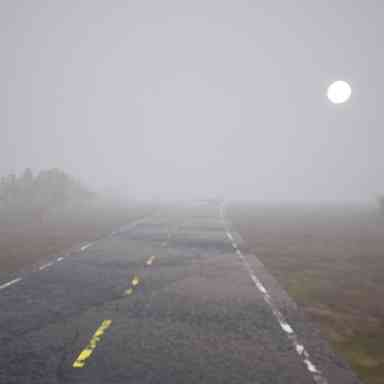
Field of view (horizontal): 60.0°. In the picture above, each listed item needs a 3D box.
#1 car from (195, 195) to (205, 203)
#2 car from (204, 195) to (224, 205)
[{"bbox_3d":[1.904,1.323,63.494,1.994,1.385,4.181,0,0,9],"label":"car"},{"bbox_3d":[3.479,1.370,51.964,1.994,1.385,4.181,0,0,7],"label":"car"}]
